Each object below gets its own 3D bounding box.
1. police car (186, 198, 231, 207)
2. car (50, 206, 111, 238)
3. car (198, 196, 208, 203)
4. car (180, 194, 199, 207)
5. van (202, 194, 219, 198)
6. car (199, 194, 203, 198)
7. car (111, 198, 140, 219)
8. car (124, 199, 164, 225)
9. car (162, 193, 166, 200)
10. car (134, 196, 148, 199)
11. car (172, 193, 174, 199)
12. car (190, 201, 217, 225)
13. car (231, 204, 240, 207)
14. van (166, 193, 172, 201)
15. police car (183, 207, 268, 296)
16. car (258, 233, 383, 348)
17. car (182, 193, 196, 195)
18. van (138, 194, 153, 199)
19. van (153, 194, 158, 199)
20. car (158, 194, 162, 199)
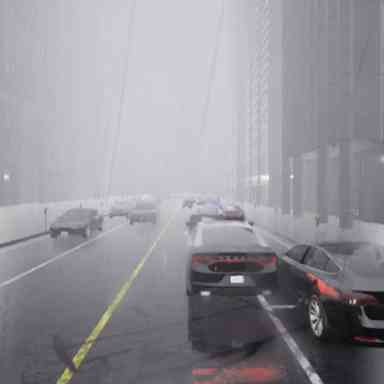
[{"bbox_3d":[0.770,1.398,18.758,1.930,1.638,5.238,0,0,0],"label":"police car"},{"bbox_3d":[-5.887,1.541,17.492,1.947,1.339,4.313,0,0,0],"label":"car"},{"bbox_3d":[2.273,1.467,68.323,1.947,1.339,4.313,0,0,0],"label":"car"},{"bbox_3d":[-0.290,1.440,45.227,1.837,1.490,4.892,0,0,0],"label":"car"},{"bbox_3d":[2.475,1.284,40.120,1.690,1.788,3.998,0,0,0],"label":"van"},{"bbox_3d":[2.354,1.500,57.042,1.802,1.307,4.206,0,0,0],"label":"car"},{"bbox_3d":[-5.968,1.510,28.773,2.008,1.369,4.403,0,0,0],"label":"car"},{"bbox_3d":[-3.264,1.471,23.648,1.837,1.490,4.892,0,0,0],"label":"car"},{"bbox_3d":[-6.172,1.233,56.976,2.192,1.841,5.009,0,0,0],"label":"car"},{"bbox_3d":[-6.008,1.476,34.243,1.752,1.417,4.829,0,0,0],"label":"car"},{"bbox_3d":[-6.374,1.420,85.180,1.887,1.381,4.507,0,0,0],"label":"car"},{"bbox_3d":[0.728,1.491,24.648,1.812,1.442,4.674,0,0,0],"label":"car"},{"bbox_3d":[2.597,1.512,23.198,1.887,1.381,4.507,0,0,0],"label":"car"},{"bbox_3d":[-6.334,1.225,79.539,1.690,1.788,3.998,0,0,0],"label":"van"},{"bbox_3d":[0.785,1.413,8.748,1.930,1.638,5.238,0,0,-1],"label":"police car"},{"bbox_3d":[2.719,1.557,6.277,1.947,1.339,4.313,0,0,0],"label":"car"},{"bbox_3d":[-0.411,1.422,57.806,1.837,1.490,4.892,0,0,0],"label":"car"},{"bbox_3d":[-6.050,1.284,40.054,1.690,1.788,3.998,0,0,0],"label":"van"},{"bbox_3d":[-6.091,1.276,45.694,1.690,1.788,3.998,0,0,0],"label":"van"},{"bbox_3d":[-6.131,1.366,51.335,1.967,1.590,4.097,0,0,0],"label":"car"}]
